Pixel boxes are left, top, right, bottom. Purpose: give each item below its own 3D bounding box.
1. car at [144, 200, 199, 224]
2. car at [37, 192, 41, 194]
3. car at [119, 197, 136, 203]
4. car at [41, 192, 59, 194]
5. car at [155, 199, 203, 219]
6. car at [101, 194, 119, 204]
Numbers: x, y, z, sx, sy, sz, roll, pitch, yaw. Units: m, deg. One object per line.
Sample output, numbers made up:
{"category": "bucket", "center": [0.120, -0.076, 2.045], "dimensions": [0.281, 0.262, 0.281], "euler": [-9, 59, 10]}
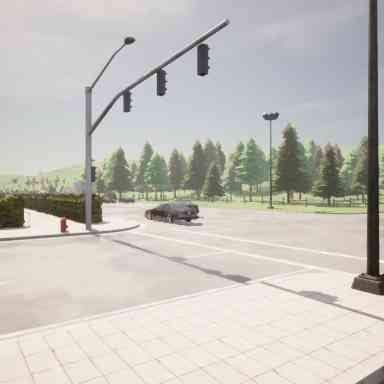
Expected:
{"category": "car", "center": [-1.655, 1.547, 25.189], "dimensions": [2.033, 1.411, 5.357], "euler": [0, 0, -35]}
{"category": "car", "center": [-29.773, 1.058, 65.859], "dimensions": [2.150, 2.045, 5.566], "euler": [0, 0, -34]}
{"category": "car", "center": [-13.108, 1.601, 66.513], "dimensions": [1.895, 1.301, 4.718], "euler": [0, 0, -35]}
{"category": "car", "center": [-24.108, 1.221, 57.614], "dimensions": [2.150, 2.045, 5.566], "euler": [0, 0, -34]}
{"category": "car", "center": [-1.263, 1.493, 30.757], "dimensions": [2.128, 1.511, 4.902], "euler": [0, 0, -35]}
{"category": "car", "center": [-16.747, 1.601, 65.616], "dimensions": [1.895, 1.301, 4.718], "euler": [0, 0, -34]}
